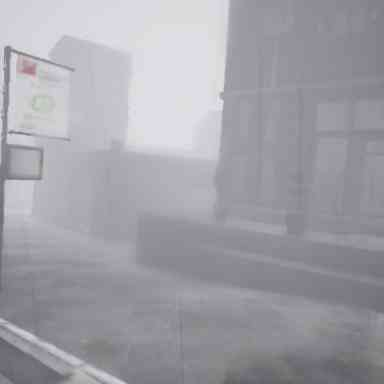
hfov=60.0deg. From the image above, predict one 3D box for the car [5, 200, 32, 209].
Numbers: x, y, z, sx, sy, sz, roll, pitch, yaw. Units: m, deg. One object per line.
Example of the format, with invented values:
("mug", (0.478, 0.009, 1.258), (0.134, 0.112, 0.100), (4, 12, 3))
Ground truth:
("car", (-27.159, 1.964, 52.735), (2.033, 1.411, 5.357), (4, -1, 11))
